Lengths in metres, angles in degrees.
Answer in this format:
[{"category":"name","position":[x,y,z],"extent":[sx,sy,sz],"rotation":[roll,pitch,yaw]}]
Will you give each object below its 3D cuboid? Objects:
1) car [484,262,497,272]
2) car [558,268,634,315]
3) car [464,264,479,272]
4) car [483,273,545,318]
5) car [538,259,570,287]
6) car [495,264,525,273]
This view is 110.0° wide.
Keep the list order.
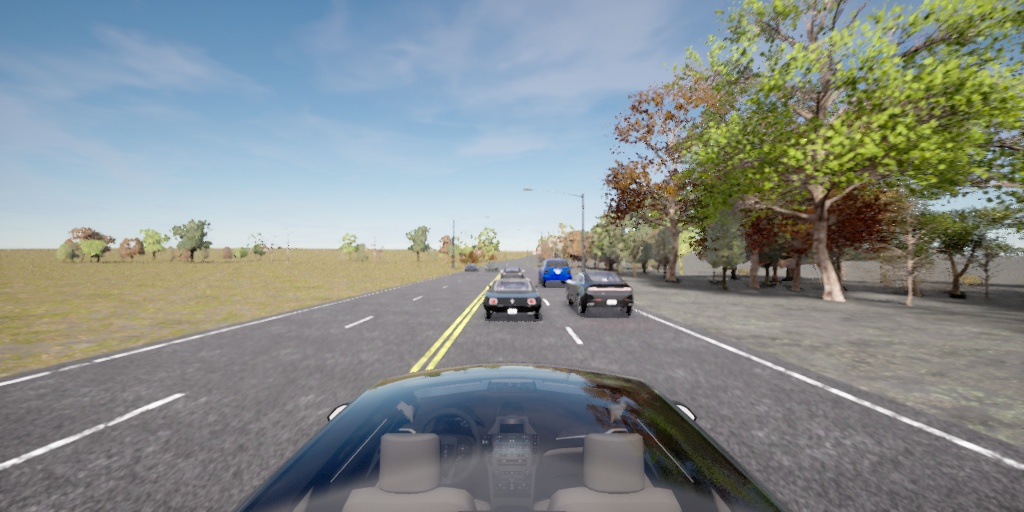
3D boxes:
[{"category":"car","position":[-3.325,1.715,58.649],"extent":[2.097,1.767,4.553],"rotation":[0,-1,0]},{"category":"car","position":[3.299,1.364,14.192],"extent":[2.128,1.511,4.902],"rotation":[0,-1,1]},{"category":"car","position":[-6.574,1.927,58.797],"extent":[1.994,1.385,4.181],"rotation":[0,0,0]},{"category":"car","position":[0.038,1.486,13.535],"extent":[1.895,1.301,4.718],"rotation":[0,-1,1]},{"category":"car","position":[3.279,1.268,28.009],"extent":[2.150,2.045,5.566],"rotation":[0,0,1]},{"category":"car","position":[0.039,1.550,29.128],"extent":[2.128,1.511,4.902],"rotation":[0,-1,1]}]
